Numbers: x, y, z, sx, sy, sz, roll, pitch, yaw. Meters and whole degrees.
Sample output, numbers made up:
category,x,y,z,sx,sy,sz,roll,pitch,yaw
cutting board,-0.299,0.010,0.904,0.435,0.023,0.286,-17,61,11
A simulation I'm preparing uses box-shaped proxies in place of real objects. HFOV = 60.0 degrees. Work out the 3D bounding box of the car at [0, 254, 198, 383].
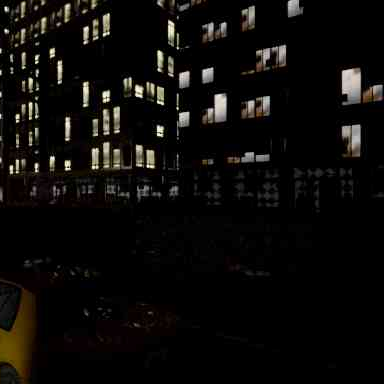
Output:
category,x,y,z,sx,sy,sz,roll,pitch,yaw
car,-2.217,1.525,4.451,4.829,1.417,1.752,0,0,35
